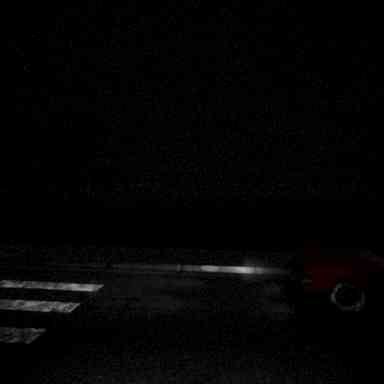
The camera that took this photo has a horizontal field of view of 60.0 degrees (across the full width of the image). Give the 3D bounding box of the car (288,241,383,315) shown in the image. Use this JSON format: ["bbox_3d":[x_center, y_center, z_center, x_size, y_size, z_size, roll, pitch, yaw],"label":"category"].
[{"bbox_3d":[4.383,1.540,6.546,4.718,1.301,1.895,1,1,7],"label":"car"}]
